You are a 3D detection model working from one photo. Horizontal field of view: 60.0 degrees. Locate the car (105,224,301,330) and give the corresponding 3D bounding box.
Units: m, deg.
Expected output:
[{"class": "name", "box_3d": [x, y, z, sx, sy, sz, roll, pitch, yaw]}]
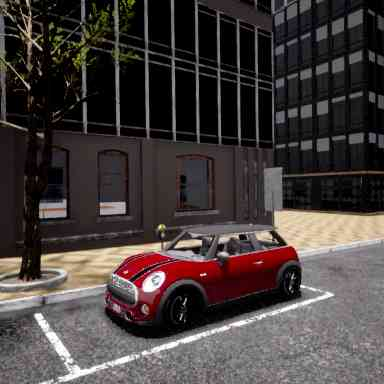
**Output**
[{"class": "car", "box_3d": [0.334, 1.439, 6.814, 4.097, 1.590, 1.967, 0, -1, -35]}]
